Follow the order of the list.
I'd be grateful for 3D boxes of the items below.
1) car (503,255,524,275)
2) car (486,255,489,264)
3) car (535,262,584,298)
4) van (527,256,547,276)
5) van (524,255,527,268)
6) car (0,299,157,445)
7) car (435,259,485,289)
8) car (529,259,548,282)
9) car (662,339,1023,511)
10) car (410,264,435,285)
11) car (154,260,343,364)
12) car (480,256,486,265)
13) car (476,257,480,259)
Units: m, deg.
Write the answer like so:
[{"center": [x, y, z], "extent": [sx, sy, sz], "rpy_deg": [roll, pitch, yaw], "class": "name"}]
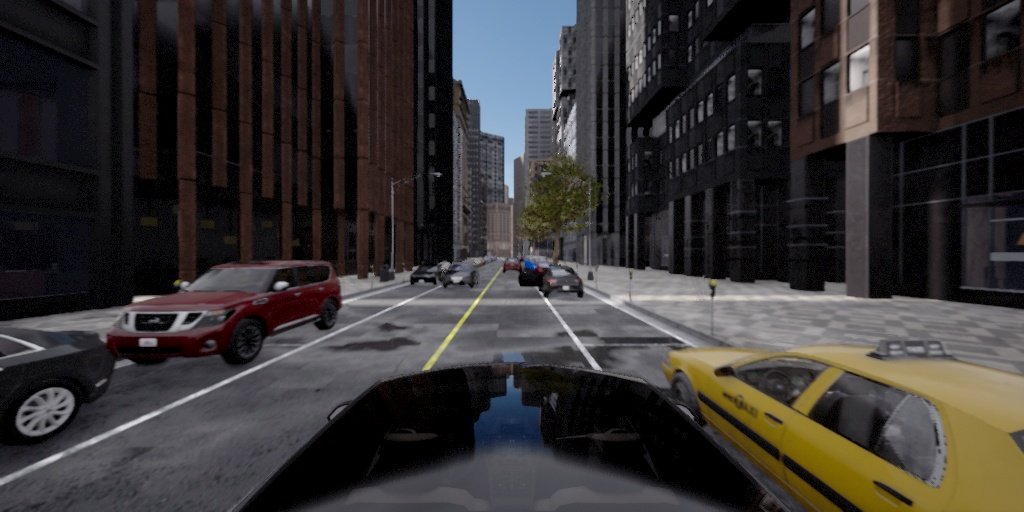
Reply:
[{"center": [0.032, 0.938, 41.203], "extent": [2.097, 1.767, 4.553], "rpy_deg": [0, 0, 0], "class": "car"}, {"center": [-5.776, 0.938, 64.382], "extent": [1.967, 1.591, 4.097], "rpy_deg": [0, 0, 0], "class": "car"}, {"center": [2.349, 1.206, 17.875], "extent": [1.812, 1.442, 4.674], "rpy_deg": [0, 0, 0], "class": "car"}, {"center": [2.755, 0.946, 36.298], "extent": [1.690, 1.789, 3.998], "rpy_deg": [0, 0, 0], "class": "van"}, {"center": [2.753, 0.902, 47.534], "extent": [1.690, 1.789, 3.998], "rpy_deg": [0, 0, 0], "class": "van"}, {"center": [-5.762, 1.297, 2.576], "extent": [2.007, 1.370, 4.403], "rpy_deg": [0, 0, 0], "class": "car"}, {"center": [-3.102, 1.152, 22.493], "extent": [2.128, 1.511, 4.902], "rpy_deg": [0, 0, 0], "class": "car"}, {"center": [2.757, 1.173, 30.680], "extent": [1.888, 1.381, 4.507], "rpy_deg": [0, 0, 0], "class": "car"}, {"center": [2.763, 1.272, 2.758], "extent": [1.751, 1.417, 4.829], "rpy_deg": [0, 0, 0], "class": "car"}, {"center": [-5.767, 1.216, 25.051], "extent": [1.948, 1.339, 4.313], "rpy_deg": [0, 0, 0], "class": "car"}, {"center": [-5.763, 1.036, 8.194], "extent": [2.192, 1.841, 5.009], "rpy_deg": [0, 0, 0], "class": "car"}, {"center": [-5.775, 1.044, 58.593], "extent": [1.751, 1.417, 4.829], "rpy_deg": [0, 0, 0], "class": "car"}, {"center": [-5.772, 1.127, 47.525], "extent": [1.948, 1.339, 4.313], "rpy_deg": [0, 0, 0], "class": "car"}]
